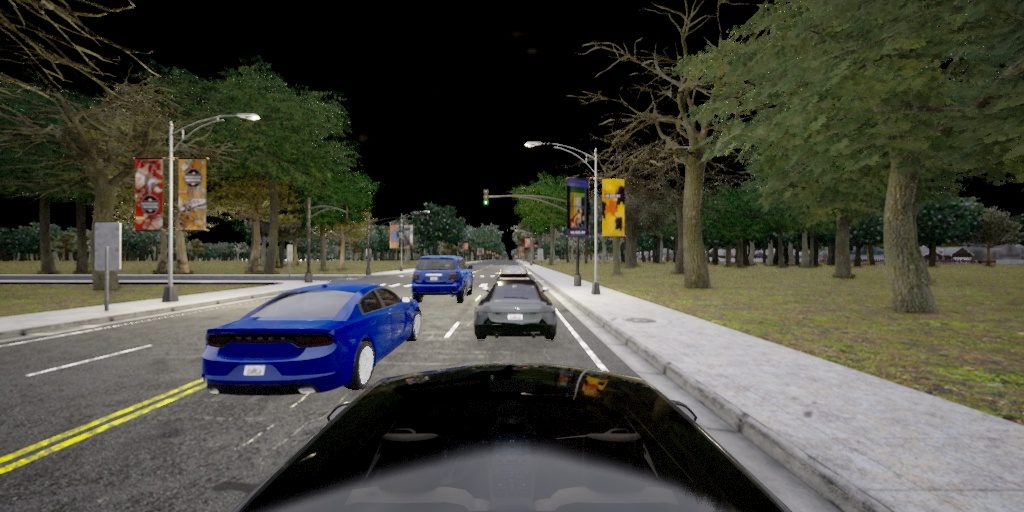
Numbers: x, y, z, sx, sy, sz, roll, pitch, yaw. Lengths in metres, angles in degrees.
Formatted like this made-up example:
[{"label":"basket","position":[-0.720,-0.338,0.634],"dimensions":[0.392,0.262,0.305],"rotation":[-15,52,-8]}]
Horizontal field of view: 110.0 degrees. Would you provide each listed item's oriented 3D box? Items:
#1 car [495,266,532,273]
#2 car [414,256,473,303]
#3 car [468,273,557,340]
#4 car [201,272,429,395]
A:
[{"label":"car","position":[0.096,1.286,19.684],"dimensions":[2.128,1.511,4.902],"rotation":[0,0,0]},{"label":"car","position":[-3.153,1.010,17.166],"dimensions":[2.150,2.045,5.566],"rotation":[0,0,0]},{"label":"car","position":[0.094,1.333,10.023],"dimensions":[1.994,1.385,4.181],"rotation":[0,0,1]},{"label":"car","position":[-3.151,1.239,6.838],"dimensions":[1.882,1.535,5.008],"rotation":[0,0,0]}]
